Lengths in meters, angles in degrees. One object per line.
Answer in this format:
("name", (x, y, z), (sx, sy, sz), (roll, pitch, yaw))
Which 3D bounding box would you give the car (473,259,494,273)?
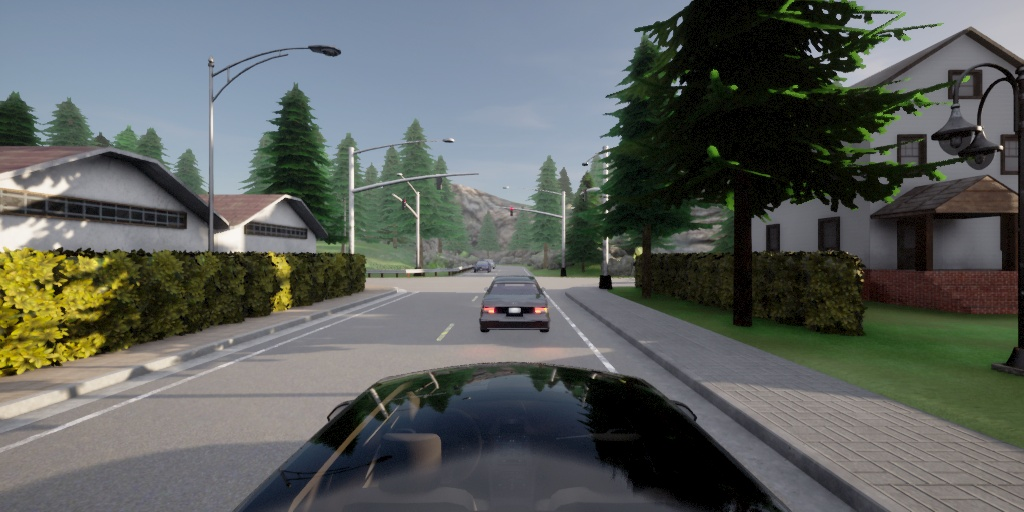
("car", (-3.555, 1.276, 43.689), (1.812, 1.442, 4.674), (0, 0, 0))

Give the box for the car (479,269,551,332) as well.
("car", (0.079, 1.297, 10.770), (2.033, 1.411, 5.357), (0, 0, 0))
